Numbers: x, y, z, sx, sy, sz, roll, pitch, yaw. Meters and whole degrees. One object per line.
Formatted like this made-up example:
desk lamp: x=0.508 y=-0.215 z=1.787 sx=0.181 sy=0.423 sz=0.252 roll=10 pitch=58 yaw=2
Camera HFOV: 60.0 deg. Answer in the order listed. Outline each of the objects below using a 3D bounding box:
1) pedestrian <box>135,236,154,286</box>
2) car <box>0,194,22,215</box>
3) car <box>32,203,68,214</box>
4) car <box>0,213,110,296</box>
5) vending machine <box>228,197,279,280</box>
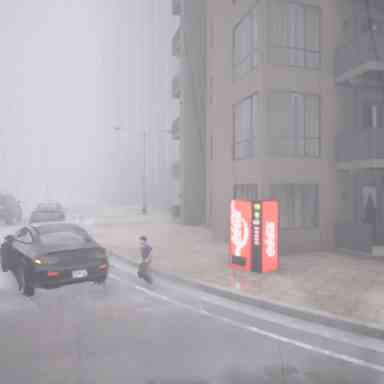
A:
pedestrian: x=-1.074 y=1.566 z=7.827 sx=0.375 sy=1.300 sz=0.375 roll=0 pitch=0 yaw=-40
car: x=-13.491 y=1.184 z=23.315 sx=2.150 sy=2.045 sz=5.566 roll=0 pitch=0 yaw=-18
car: x=-9.166 y=1.462 z=21.444 sx=2.128 sy=1.511 sz=4.902 roll=0 pitch=0 yaw=-19
car: x=-3.699 y=1.514 z=8.701 sx=1.812 sy=1.442 sz=4.674 roll=0 pitch=0 yaw=-37
vending machine: x=1.701 y=1.190 z=9.165 sx=1.100 sy=2.100 sz=0.880 roll=0 pitch=0 yaw=-42
